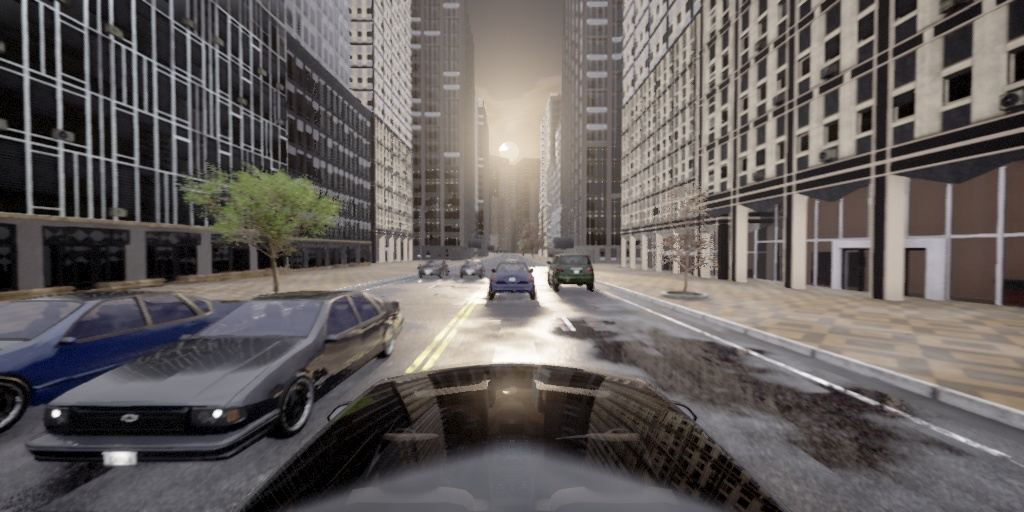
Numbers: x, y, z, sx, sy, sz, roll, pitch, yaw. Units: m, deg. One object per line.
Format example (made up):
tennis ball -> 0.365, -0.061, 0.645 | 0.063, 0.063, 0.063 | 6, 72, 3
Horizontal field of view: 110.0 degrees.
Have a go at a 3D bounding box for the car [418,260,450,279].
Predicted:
car -> -6.516, 1.072, 30.363 | 2.128, 1.511, 4.902 | 0, 0, 0

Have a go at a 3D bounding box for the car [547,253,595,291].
car -> 3.303, 0.862, 20.849 | 2.150, 2.045, 5.566 | 0, 1, 1

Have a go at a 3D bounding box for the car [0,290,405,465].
car -> -3.249, 1.275, 5.632 | 2.033, 1.411, 5.357 | 0, 0, 0

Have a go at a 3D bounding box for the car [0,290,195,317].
car -> -6.500, 1.276, 5.507 | 2.033, 1.411, 5.357 | 0, 0, 0

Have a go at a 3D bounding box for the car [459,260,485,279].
car -> -3.266, 1.072, 30.366 | 2.128, 1.511, 4.902 | 0, 0, 0

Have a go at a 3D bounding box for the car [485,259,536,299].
car -> 0.028, 1.009, 17.571 | 2.097, 1.767, 4.553 | 0, 0, 0

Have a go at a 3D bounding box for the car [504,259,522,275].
car -> 0.092, 1.061, 37.256 | 1.812, 1.442, 4.674 | 0, 1, 0
